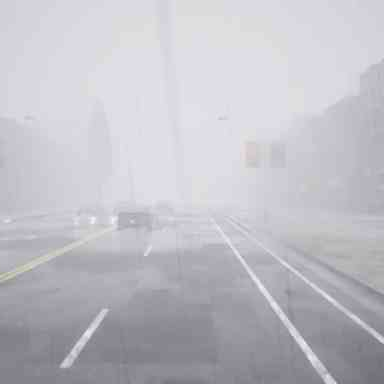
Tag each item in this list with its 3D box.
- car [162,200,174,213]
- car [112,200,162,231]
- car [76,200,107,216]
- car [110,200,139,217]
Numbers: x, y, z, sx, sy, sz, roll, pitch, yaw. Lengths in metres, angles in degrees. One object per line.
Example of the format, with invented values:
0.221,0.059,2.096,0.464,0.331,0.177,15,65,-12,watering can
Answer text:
-3.191,1.611,38.682,1.812,1.442,4.674,0,0,0,car
-3.173,1.435,20.202,1.882,1.535,5.008,0,0,0,car
-9.791,1.566,32.605,1.812,1.442,4.674,0,-1,0,car
-6.539,1.552,32.812,1.837,1.490,4.892,0,-1,0,car
